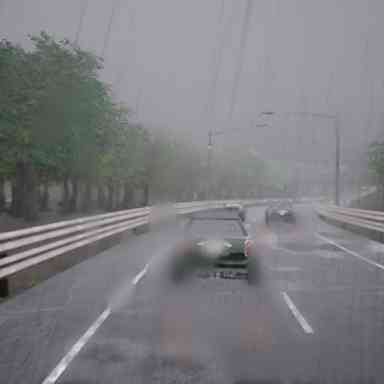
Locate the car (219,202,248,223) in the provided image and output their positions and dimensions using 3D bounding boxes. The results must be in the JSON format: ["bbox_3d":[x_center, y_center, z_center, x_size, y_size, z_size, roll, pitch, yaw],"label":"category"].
[{"bbox_3d":[3.475,1.592,27.182,1.837,1.490,4.892,0,0,13],"label":"car"}]

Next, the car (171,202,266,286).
[{"bbox_3d":[0.683,1.341,9.653,2.097,1.767,4.553,0,0,4],"label":"car"}]

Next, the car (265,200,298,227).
[{"bbox_3d":[6.314,1.449,23.825,2.097,1.767,4.553,1,0,11],"label":"car"}]

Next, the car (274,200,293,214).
[{"bbox_3d":[11.433,1.769,41.469,1.882,1.535,5.008,0,0,20],"label":"car"}]
